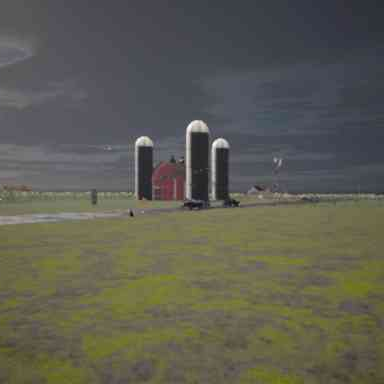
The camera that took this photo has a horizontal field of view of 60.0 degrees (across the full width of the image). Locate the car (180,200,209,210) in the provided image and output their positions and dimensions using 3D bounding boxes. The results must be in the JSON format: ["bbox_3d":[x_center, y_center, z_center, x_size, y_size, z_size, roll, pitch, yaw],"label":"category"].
[{"bbox_3d":[0.053,2.031,53.741,2.128,1.511,4.902,0,0,36],"label":"car"}]

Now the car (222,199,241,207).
[{"bbox_3d":[7.634,2.120,64.316,1.837,1.490,4.892,0,0,36],"label":"car"}]

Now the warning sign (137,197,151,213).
[{"bbox_3d":[-5.692,1.575,39.688,1.300,1.860,1.060,0,0,36],"label":"warning sign"}]
